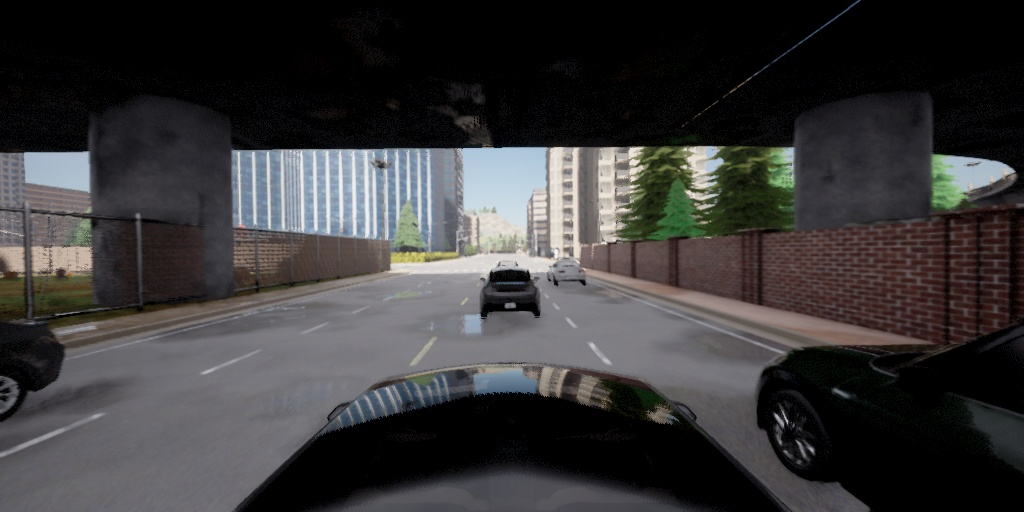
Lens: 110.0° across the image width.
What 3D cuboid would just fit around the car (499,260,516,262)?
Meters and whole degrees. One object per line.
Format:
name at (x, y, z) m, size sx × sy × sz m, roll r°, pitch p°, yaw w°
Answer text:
car at (-0.338, 1.006, 28.552) m, size 1.895 × 1.301 × 4.718 m, roll -1°, pitch 1°, yaw -1°

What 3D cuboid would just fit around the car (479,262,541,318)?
car at (-0.073, 1.116, 12.340) m, size 1.837 × 1.490 × 4.892 m, roll -1°, pitch 0°, yaw -1°

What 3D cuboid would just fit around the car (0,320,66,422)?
car at (-7.118, 1.330, 2.861) m, size 1.837 × 1.490 × 4.892 m, roll -1°, pitch 1°, yaw 0°

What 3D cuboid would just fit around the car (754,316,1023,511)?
car at (3.461, 1.058, 1.741) m, size 2.097 × 1.767 × 4.553 m, roll -1°, pitch 1°, yaw 1°

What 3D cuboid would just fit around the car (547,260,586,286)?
car at (3.278, 0.970, 22.026) m, size 1.812 × 1.442 × 4.674 m, roll -1°, pitch 1°, yaw -1°
